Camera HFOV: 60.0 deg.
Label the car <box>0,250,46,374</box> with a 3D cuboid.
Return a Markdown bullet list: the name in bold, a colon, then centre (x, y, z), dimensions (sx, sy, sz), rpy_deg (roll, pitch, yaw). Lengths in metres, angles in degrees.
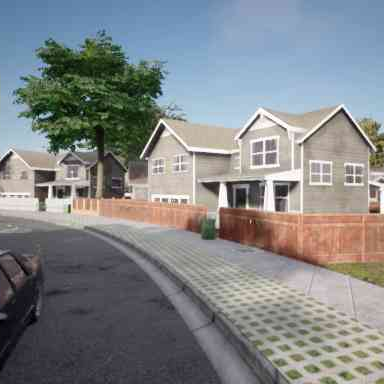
- **car**: centre (-3.182, 1.545, 4.242), dimensions (2.033, 1.411, 5.357), rpy_deg (0, 0, -15)
